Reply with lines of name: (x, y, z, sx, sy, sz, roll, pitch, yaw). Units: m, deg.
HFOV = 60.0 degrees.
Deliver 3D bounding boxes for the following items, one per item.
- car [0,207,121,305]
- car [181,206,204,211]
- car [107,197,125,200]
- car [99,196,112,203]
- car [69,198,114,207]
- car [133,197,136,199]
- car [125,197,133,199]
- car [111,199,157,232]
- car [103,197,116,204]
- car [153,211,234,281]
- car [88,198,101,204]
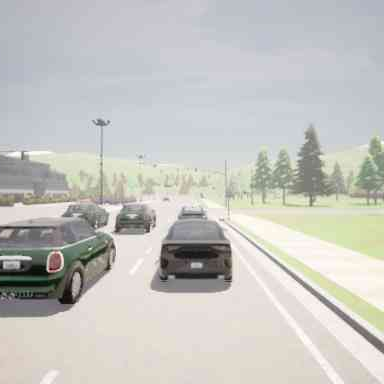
car: (-3.398, 1.414, 8.401, 2.097, 1.767, 4.553, 0, 0, 0)
car: (0.019, 1.650, 21.635, 2.128, 1.511, 4.902, 0, 0, -1)
car: (-16.242, 2.019, 71.143, 1.837, 1.490, 4.892, 0, 0, 0)
car: (-23.231, 2.006, 89.382, 2.097, 1.767, 4.553, 0, 0, 0)
car: (-6.999, 1.515, 22.280, 2.097, 1.767, 4.553, 0, 0, -1)
car: (-16.231, 2.183, 90.322, 2.128, 1.511, 4.902, 0, 0, 0)
car: (-16.236, 1.940, 80.319, 2.097, 1.767, 4.553, 0, 0, 0)
car: (-3.484, 1.507, 21.319, 2.097, 1.767, 4.553, 0, 0, -1)
car: (-19.737, 2.057, 79.485, 1.882, 1.535, 5.008, 0, 0, 0)
car: (0.101, 1.552, 10.140, 1.882, 1.535, 5.008, 0, 0, 0)
car: (-23.237, 2.130, 79.220, 1.994, 1.385, 4.181, 0, 0, 0)
